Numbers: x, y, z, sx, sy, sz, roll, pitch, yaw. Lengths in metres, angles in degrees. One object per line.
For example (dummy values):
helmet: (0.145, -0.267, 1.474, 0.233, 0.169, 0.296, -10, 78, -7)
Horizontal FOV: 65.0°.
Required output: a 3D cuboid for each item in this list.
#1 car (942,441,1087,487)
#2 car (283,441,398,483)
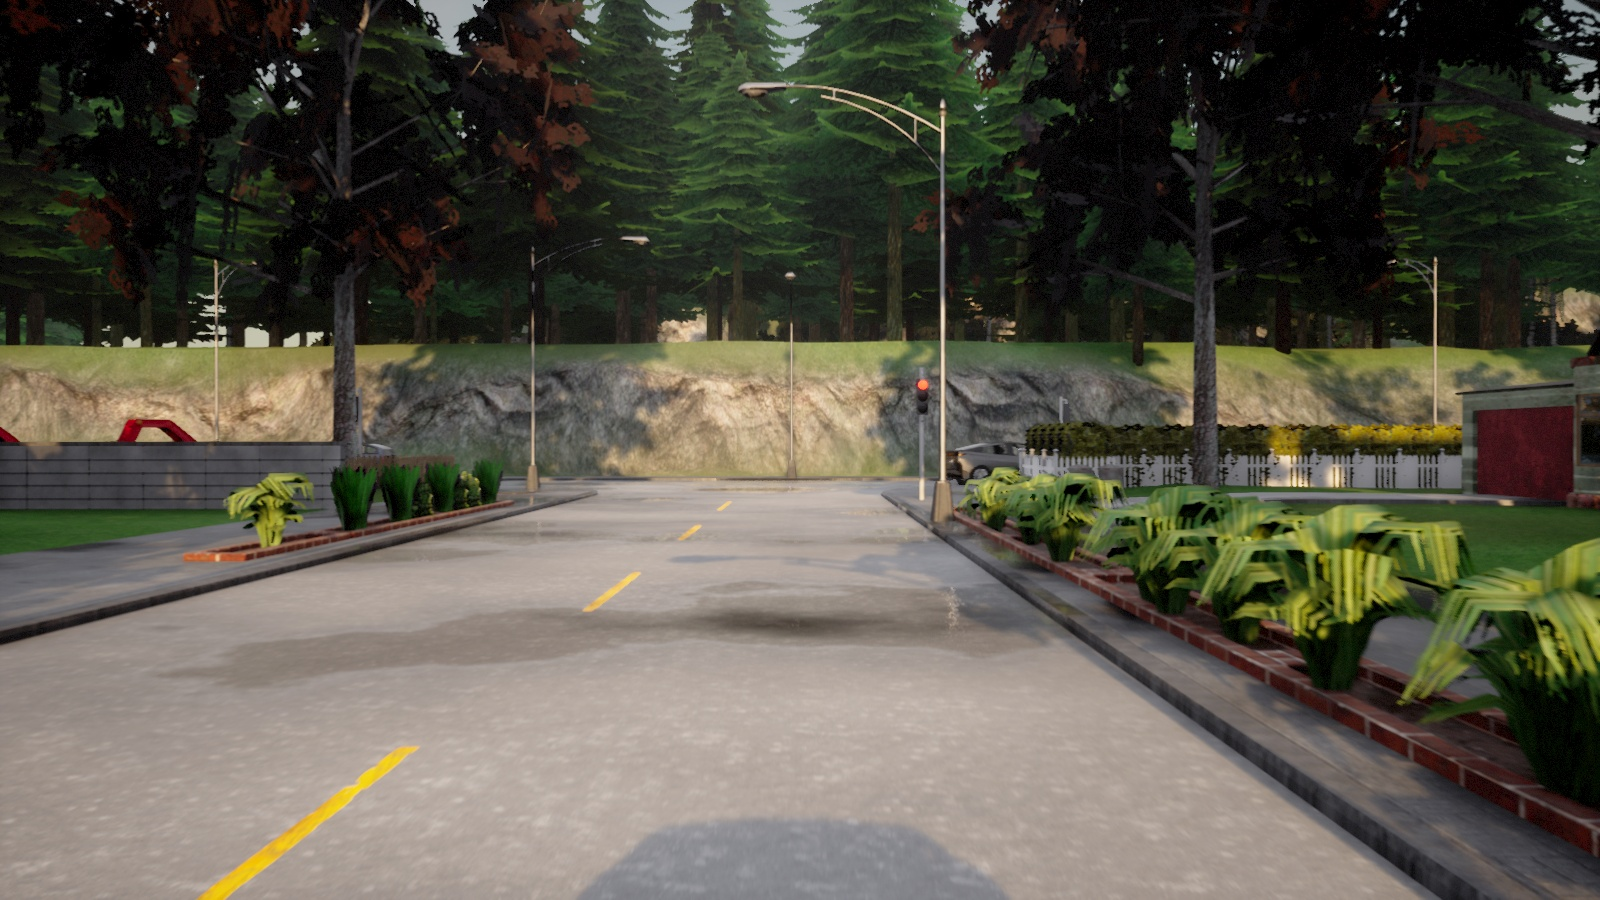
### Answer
car: (7.362, 0.455, 43.347, 4.514, 1.525, 2.007, 0, 0, -11)
car: (-17.373, 0.443, 47.610, 3.705, 1.549, 1.789, 0, 0, 1)
